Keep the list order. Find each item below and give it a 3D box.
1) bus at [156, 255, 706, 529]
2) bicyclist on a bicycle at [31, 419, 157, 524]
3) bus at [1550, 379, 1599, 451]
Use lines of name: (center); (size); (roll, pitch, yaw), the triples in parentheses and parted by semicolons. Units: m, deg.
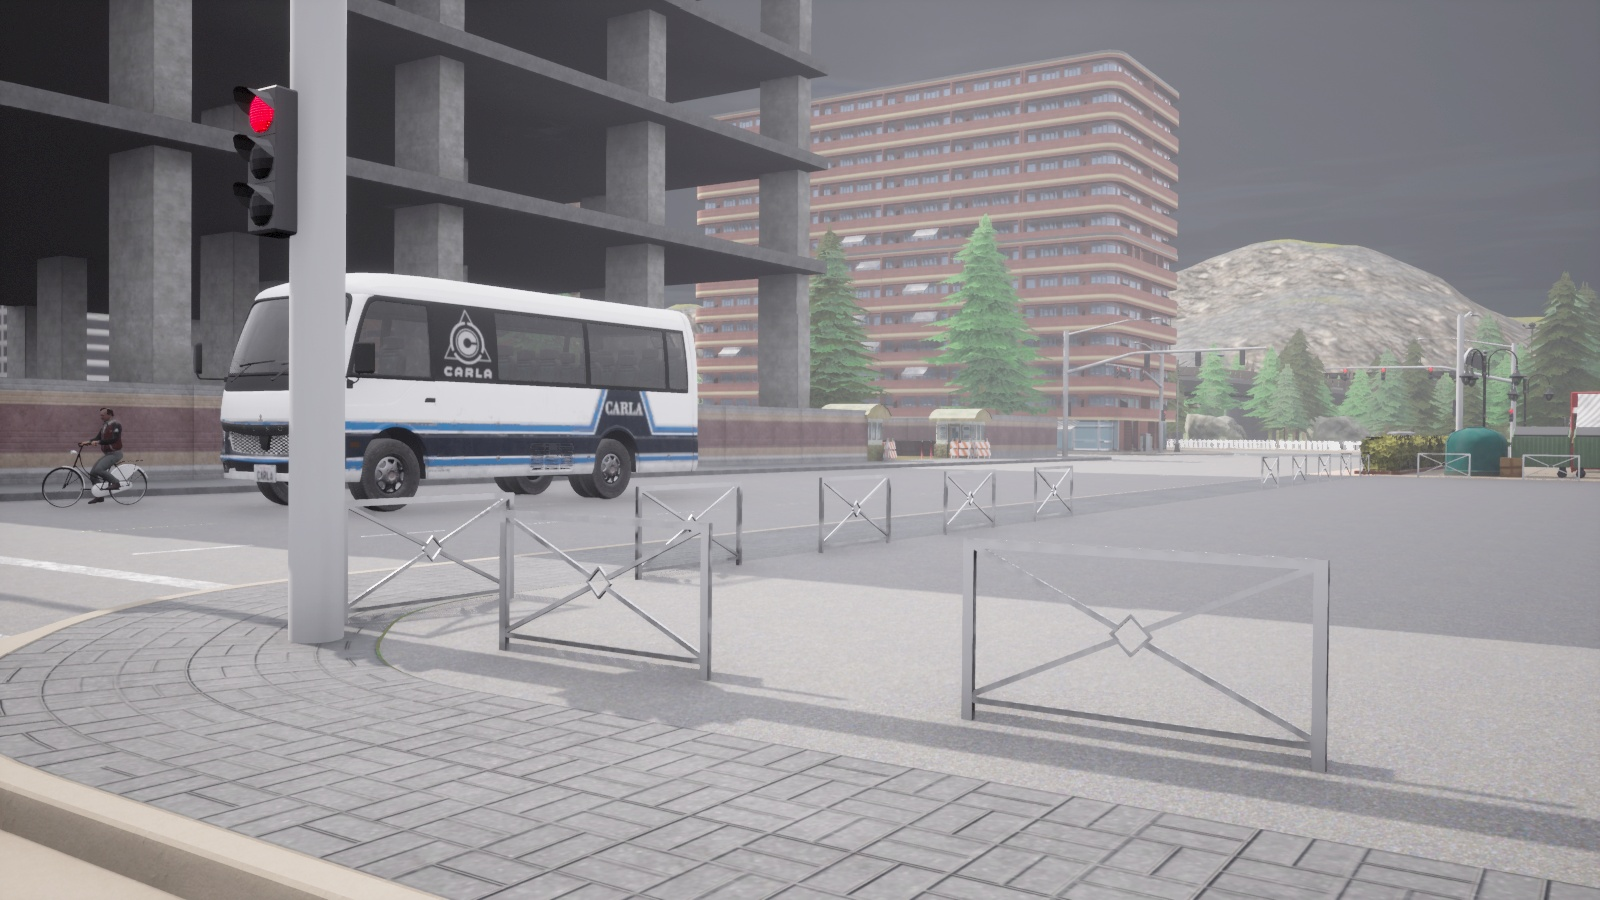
bus: (-6.591, -0.980, 24.827); (3.944, 4.253, 10.273); (0, 1, 33)
bicyclist on a bicycle: (-12.481, 0.356, 22.252); (0.659, 1.776, 1.843); (0, 1, 33)
bus: (50.595, -2.120, 74.497); (10.273, 4.253, 3.944); (0, 1, 34)
